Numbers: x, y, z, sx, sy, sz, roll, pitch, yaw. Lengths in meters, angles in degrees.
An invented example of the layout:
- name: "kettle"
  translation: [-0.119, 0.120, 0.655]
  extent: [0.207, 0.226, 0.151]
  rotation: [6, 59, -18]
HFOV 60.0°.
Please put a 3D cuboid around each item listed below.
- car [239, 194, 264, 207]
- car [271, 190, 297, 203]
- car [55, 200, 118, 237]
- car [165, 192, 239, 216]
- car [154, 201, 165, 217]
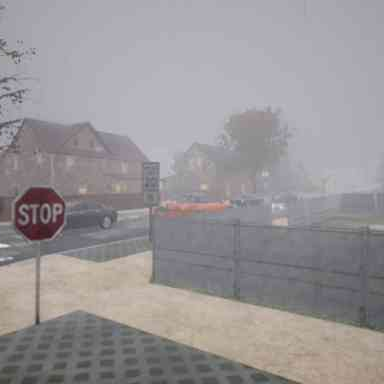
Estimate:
- name: "car"
  translation: [5.161, 0.836, 31.909]
  extent: [1.895, 1.301, 4.718]
  rotation: [1, 2, 35]
- name: "car"
  translation: [11.251, 0.483, 40.421]
  extent: [2.128, 1.511, 4.902]
  rotation: [1, 2, 36]
- name: "car"
  translation: [-5.889, 1.188, 16.363]
  extent: [1.837, 1.490, 4.892]
  rotation: [1, 2, 35]
- name: "car"
  translation: [0.732, 0.907, 20.651]
  extent: [2.097, 1.767, 4.553]
  rotation: [1, 2, 36]
- name: "car"
  translation: [-0.662, 0.823, 23.716]
  extent: [2.097, 1.767, 4.553]
  rotation: [1, 2, 35]
